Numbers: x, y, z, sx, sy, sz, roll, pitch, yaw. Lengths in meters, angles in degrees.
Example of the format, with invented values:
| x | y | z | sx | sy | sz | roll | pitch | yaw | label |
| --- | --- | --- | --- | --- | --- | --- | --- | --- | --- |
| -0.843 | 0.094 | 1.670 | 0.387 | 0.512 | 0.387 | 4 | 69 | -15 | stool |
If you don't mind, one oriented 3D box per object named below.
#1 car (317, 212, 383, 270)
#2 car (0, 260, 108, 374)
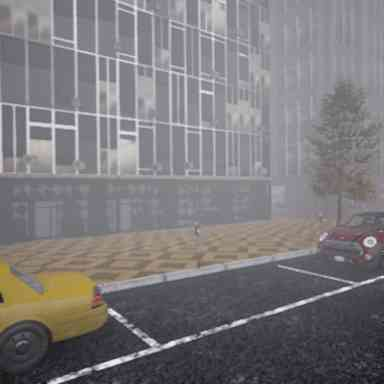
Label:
| x | y | z | sx | sy | sz | roll | pitch | yaw | label |
| --- | --- | --- | --- | --- | --- | --- | --- | --- | --- |
| 5.869 | 1.386 | 10.749 | 4.097 | 1.590 | 1.967 | 0 | 0 | -35 | car |
| -3.526 | 1.528 | 4.053 | 4.829 | 1.417 | 1.752 | 0 | 0 | -35 | car |
